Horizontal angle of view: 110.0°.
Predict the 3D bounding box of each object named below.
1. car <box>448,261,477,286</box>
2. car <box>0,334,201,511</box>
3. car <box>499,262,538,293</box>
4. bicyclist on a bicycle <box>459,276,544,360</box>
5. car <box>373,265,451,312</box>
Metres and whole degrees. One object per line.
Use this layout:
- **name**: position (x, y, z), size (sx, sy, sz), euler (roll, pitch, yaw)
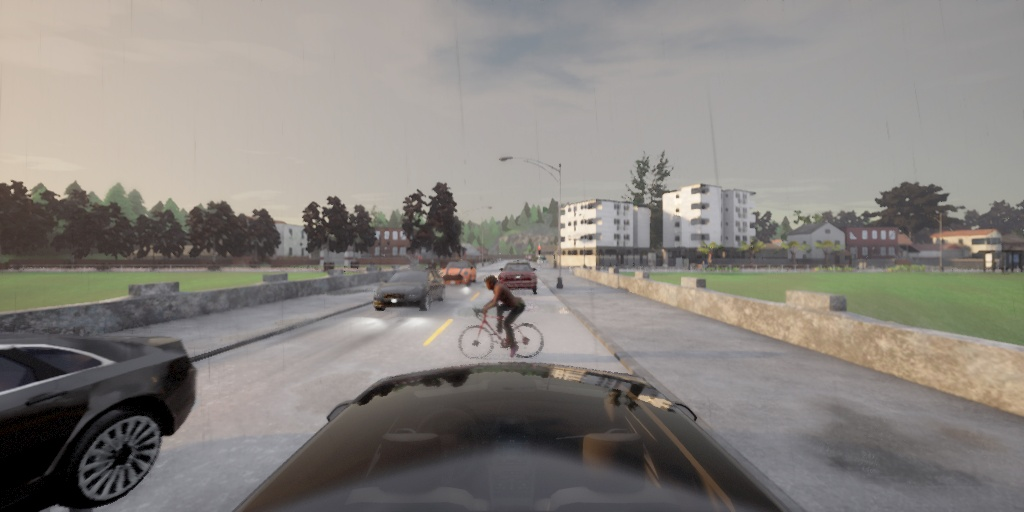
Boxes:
- **car**: position (-3.772, 1.137, 25.389), size (2.097, 1.767, 4.553), euler (0, 0, 1)
- **car**: position (-4.119, 1.241, 1.572), size (2.128, 1.511, 4.902), euler (0, 0, 1)
- **car**: position (0.345, 1.130, 20.982), size (2.097, 1.767, 4.553), euler (0, 0, 1)
- **bicyclist on a bicycle**: position (-0.227, 1.202, 6.923), size (1.656, 1.620, 0.582), euler (-2, 0, 1)
- **car**: position (-3.937, 1.275, 14.483), size (1.837, 1.490, 4.892), euler (0, 0, 1)
